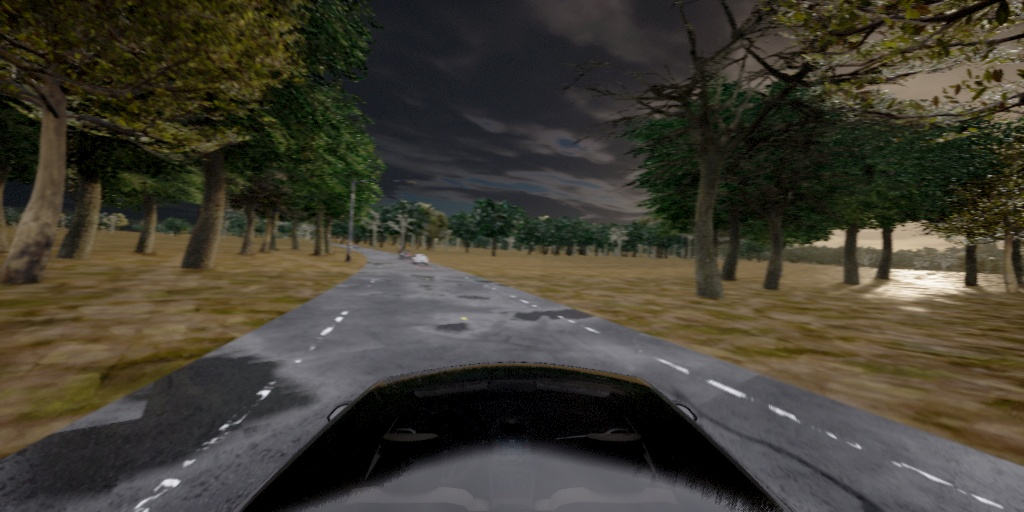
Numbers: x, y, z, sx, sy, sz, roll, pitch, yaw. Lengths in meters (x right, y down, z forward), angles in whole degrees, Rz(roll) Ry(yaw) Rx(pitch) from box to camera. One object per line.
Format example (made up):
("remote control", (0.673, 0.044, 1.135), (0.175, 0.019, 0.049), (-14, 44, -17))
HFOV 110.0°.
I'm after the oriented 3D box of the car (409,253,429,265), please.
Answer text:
("car", (-12.932, 0.477, 50.369), (1.812, 1.442, 4.674), (4, 0, -21))
